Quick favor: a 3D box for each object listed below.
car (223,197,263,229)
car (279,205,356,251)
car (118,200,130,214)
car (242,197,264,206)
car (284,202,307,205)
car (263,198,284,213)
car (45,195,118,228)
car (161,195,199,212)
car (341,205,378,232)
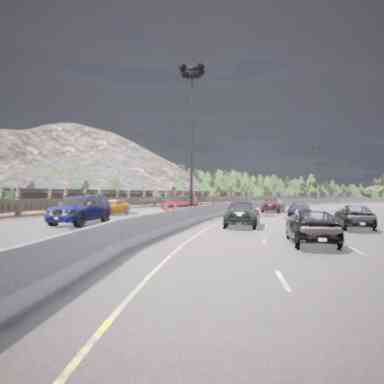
[{"bbox_3d":[3.407,1.425,22.360,2.097,1.767,4.553,0,0,14],"label":"car"},{"bbox_3d":[5.238,1.557,14.636,2.128,1.511,4.902,0,0,10],"label":"car"},{"bbox_3d":[-8.055,1.510,33.408,1.882,1.535,5.008,0,0,19],"label":"car"},{"bbox_3d":[11.459,1.741,62.404,2.128,1.511,4.902,0,0,38],"label":"car"},{"bbox_3d":[10.556,1.702,32.666,1.994,1.385,4.181,0,0,22],"label":"car"},{"bbox_3d":[9.644,1.500,39.185,2.097,1.767,4.553,0,0,25],"label":"car"},{"bbox_3d":[-7.550,1.232,22.755,2.150,2.045,5.566,0,0,14],"label":"car"},{"bbox_3d":[-1.047,1.291,32.368,2.150,2.045,5.566,0,0,20],"label":"car"},{"bbox_3d":[10.302,1.601,21.202,2.128,1.511,4.902,0,0,15],"label":"car"}]
